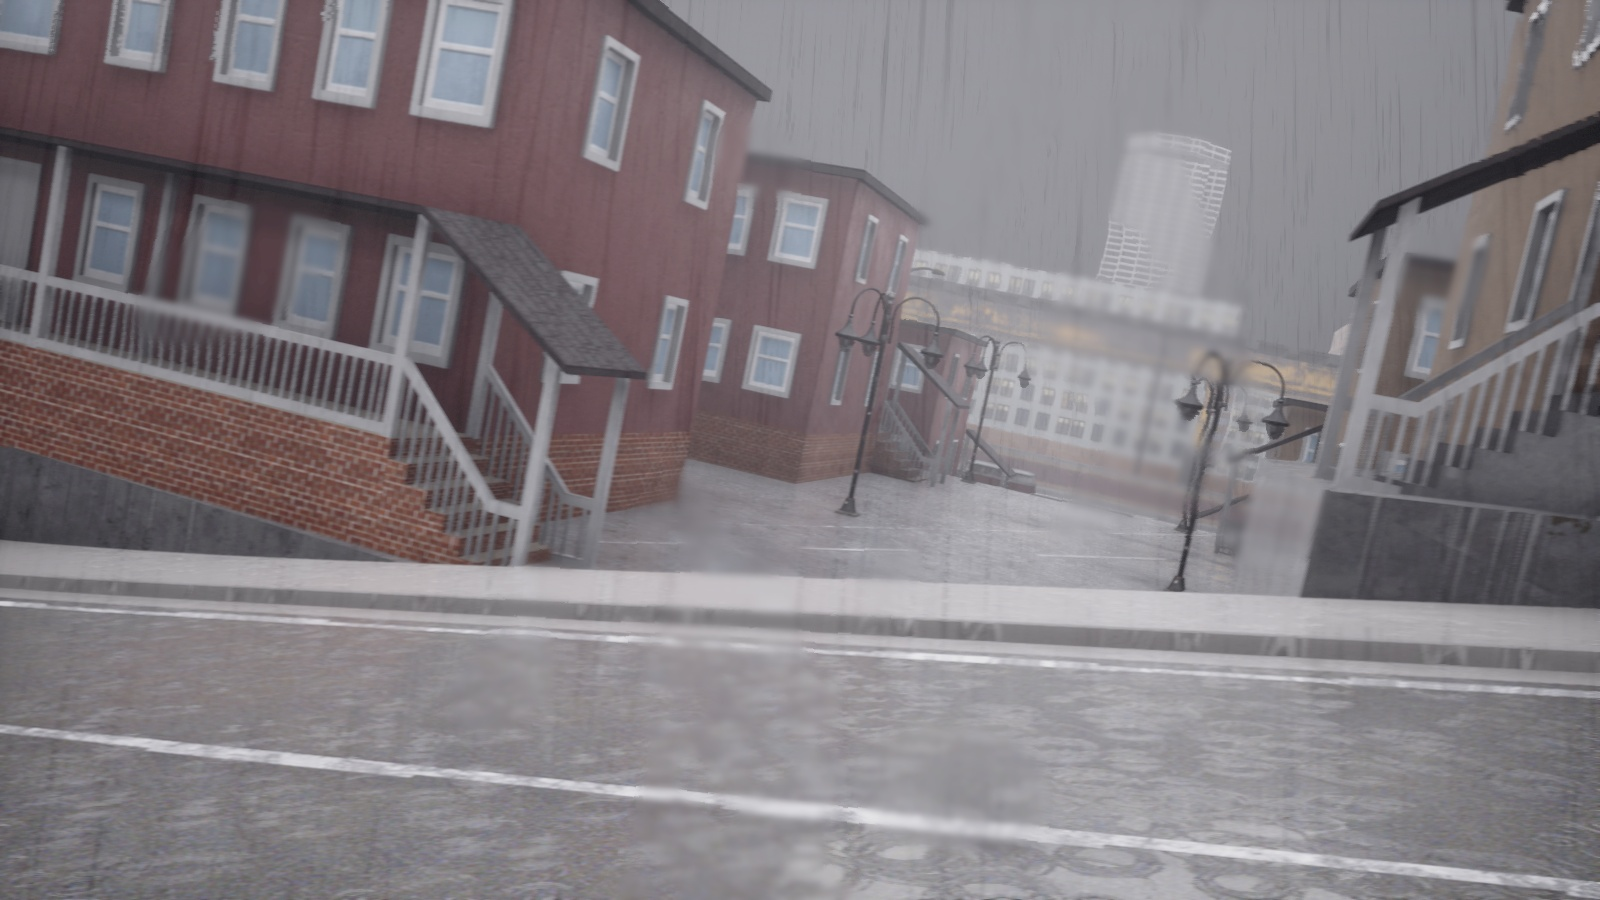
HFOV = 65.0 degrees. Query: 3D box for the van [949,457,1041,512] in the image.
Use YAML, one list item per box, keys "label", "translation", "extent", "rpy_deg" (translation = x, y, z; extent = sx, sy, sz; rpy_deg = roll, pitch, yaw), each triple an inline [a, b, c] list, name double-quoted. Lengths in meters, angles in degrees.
- label: "van"
  translation: [10.761, 1.863, 69.306]
  extent: [4.442, 1.987, 1.775]
  rpy_deg: [14, 5, 18]
